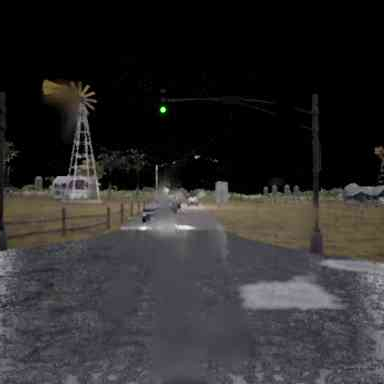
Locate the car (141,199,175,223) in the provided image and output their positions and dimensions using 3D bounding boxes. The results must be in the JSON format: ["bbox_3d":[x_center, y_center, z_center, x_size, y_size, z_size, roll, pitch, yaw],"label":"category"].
[{"bbox_3d":[-2.705,1.565,26.145,2.033,1.411,5.357,0,0,1],"label":"car"}]

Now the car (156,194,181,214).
[{"bbox_3d":[-2.700,1.262,36.481,2.150,2.045,5.566,0,0,-1],"label":"car"}]

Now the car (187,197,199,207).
[{"bbox_3d":[0.145,1.650,54.804,2.033,1.411,5.357,0,0,0],"label":"car"}]

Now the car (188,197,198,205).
[{"bbox_3d":[0.151,1.678,65.277,1.812,1.442,4.674,0,0,0],"label":"car"}]

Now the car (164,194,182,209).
[{"bbox_3d":[-2.679,1.295,47.265,2.150,2.045,5.566,0,0,1],"label":"car"}]
